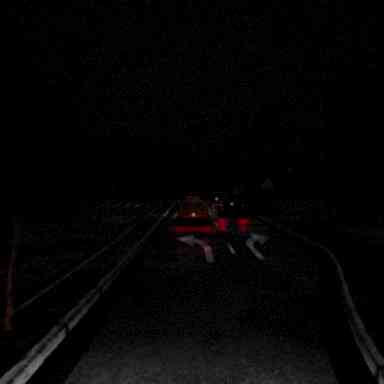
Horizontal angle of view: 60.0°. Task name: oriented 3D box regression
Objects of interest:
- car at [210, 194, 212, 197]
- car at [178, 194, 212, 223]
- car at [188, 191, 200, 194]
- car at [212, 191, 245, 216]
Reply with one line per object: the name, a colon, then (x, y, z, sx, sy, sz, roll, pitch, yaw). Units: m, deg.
car: (3.259, 0.592, 41.389, 1.882, 1.535, 5.008, 0, 1, 3)
car: (0.092, 1.138, 22.262, 1.882, 1.535, 5.008, 0, 1, 0)
car: (0.208, 0.682, 38.859, 1.837, 1.490, 4.892, 0, 2, 2)
car: (2.985, 0.876, 26.932, 2.097, 1.767, 4.553, 0, 2, 0)
